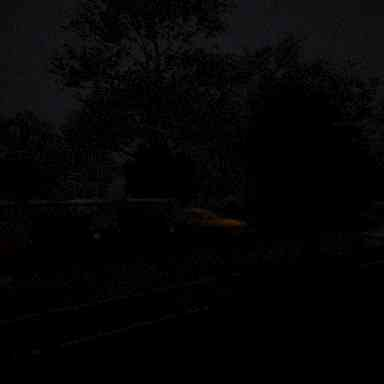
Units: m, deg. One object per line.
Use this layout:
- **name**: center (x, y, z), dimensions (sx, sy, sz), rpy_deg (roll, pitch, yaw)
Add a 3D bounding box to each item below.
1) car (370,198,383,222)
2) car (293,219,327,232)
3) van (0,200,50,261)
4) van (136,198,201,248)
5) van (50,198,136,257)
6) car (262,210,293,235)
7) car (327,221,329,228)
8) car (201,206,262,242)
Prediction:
- **car**: center (10.027, 1.385, 23.105), dimensions (5.366, 1.575, 1.946), rpy_deg (-1, -1, 34)
- **car**: center (5.074, 1.452, 19.713), dimensions (4.792, 1.488, 2.163), rpy_deg (-1, -1, 34)
- **van**: center (-6.947, 1.278, 10.985), dimensions (4.442, 1.987, 1.878), rpy_deg (-1, -1, 34)
- **van**: center (-2.110, 1.245, 14.460), dimensions (4.442, 1.987, 1.878), rpy_deg (-1, -1, 34)
- **van**: center (-4.529, 1.261, 12.722), dimensions (4.442, 1.987, 1.878), rpy_deg (-1, -1, 34)
- **car**: center (2.604, 1.469, 18.004), dimensions (4.792, 1.488, 2.163), rpy_deg (-1, 0, 34)
- **car**: center (7.434, 1.156, 21.479), dimensions (5.566, 2.045, 2.435), rpy_deg (-1, 0, 34)
- **car**: center (0.368, 1.450, 16.151), dimensions (5.366, 1.575, 1.946), rpy_deg (-1, -1, 34)
